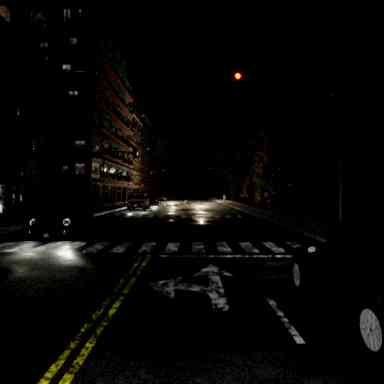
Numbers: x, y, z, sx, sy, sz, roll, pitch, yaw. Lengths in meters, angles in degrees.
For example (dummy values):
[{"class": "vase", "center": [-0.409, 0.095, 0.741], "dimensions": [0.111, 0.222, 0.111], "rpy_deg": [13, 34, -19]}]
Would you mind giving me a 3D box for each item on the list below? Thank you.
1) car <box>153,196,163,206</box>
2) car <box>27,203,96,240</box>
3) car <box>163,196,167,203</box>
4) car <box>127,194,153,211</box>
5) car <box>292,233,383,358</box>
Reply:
[{"class": "car", "center": [-6.554, 1.501, 55.153], "dimensions": [2.128, 1.511, 4.902], "rpy_deg": [0, 0, 0]}, {"class": "car", "center": [-6.587, 1.404, 17.262], "dimensions": [2.097, 1.767, 4.553], "rpy_deg": [0, -1, 0]}, {"class": "car", "center": [-6.455, 1.486, 70.668], "dimensions": [1.882, 1.535, 5.008], "rpy_deg": [0, 0, 0]}, {"class": "car", "center": [-6.575, 1.222, 41.436], "dimensions": [2.150, 2.045, 5.566], "rpy_deg": [0, 0, 0]}, {"class": "car", "center": [3.354, 1.477, 6.033], "dimensions": [1.882, 1.535, 5.008], "rpy_deg": [0, 0, -1]}]
